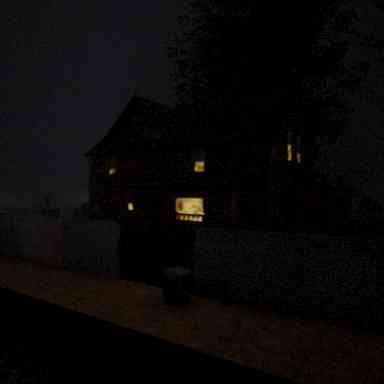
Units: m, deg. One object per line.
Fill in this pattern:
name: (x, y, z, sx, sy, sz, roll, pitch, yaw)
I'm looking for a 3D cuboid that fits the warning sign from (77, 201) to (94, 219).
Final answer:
warning sign: (-11.472, 1.910, 35.950, 1.300, 1.860, 1.060, 2, 1, 20)
